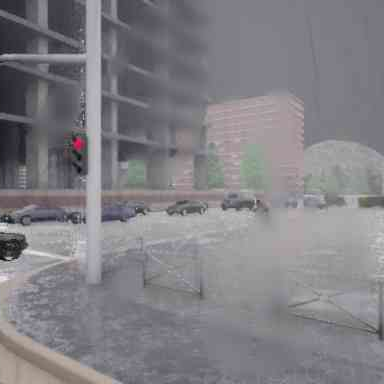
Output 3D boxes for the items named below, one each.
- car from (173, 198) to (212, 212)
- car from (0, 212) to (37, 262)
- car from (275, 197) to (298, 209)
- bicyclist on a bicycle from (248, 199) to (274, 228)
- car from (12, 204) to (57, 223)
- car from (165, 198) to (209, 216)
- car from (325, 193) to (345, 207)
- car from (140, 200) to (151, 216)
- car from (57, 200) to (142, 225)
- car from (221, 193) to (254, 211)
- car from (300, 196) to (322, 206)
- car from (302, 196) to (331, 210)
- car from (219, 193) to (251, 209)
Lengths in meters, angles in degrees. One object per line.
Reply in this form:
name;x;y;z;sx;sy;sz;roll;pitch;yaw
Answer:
car;0.098;1.472;38.830;2.128;1.511;4.902;0;0;35
car;-6.772;1.522;9.038;2.033;1.411;5.357;0;0;6
car;12.550;1.476;44.008;1.837;1.490;4.892;0;0;35
bicyclist on a bicycle;3.984;1.261;19.227;1.656;1.620;0.582;0;0;35
car;-10.870;1.543;23.295;1.994;1.385;4.181;0;0;35
car;-0.543;1.479;31.861;1.837;1.490;4.892;0;0;35
car;21.881;1.188;51.167;2.150;2.045;5.566;0;0;35
car;-5.827;1.471;30.444;2.128;1.511;4.902;0;0;35
car;-6.369;1.521;23.606;2.033;1.411;5.357;0;0;35
car;5.633;1.197;40.586;2.150;2.045;5.566;0;0;35
car;19.213;1.463;53.453;2.128;1.511;4.902;0;0;35
car;16.114;1.529;42.989;1.994;1.385;4.181;0;0;35
car;6.227;1.202;47.449;2.150;2.045;5.566;0;0;35
